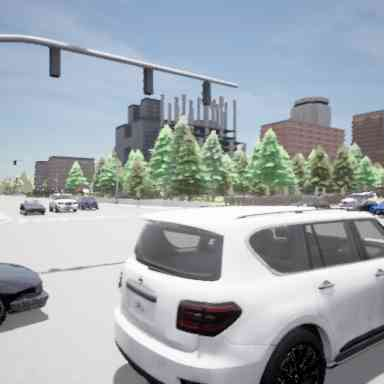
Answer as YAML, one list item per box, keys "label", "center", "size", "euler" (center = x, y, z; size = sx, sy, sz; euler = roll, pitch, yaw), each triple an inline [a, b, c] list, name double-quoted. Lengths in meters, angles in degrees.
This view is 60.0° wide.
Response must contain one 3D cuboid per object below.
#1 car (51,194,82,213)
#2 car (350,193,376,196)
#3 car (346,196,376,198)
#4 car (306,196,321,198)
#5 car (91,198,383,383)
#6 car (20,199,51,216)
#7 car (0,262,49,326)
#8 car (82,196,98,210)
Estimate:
- label: "car"
  center: [-14.522, 1.211, 37.439]
  size: [2.150, 2.045, 5.566]
  euler: [0, 0, -33]
- label: "car"
  center: [19.952, 1.136, 39.614]
  size: [5.566, 2.045, 2.150]
  euler: [-1, 1, -35]
- label: "car"
  center: [16.541, 1.451, 32.932]
  size: [4.902, 1.511, 2.128]
  euler: [0, 0, -35]
- label: "car"
  center: [12.099, 1.321, 34.153]
  size: [4.553, 1.767, 2.097]
  euler: [0, 0, -34]
- label: "car"
  center: [1.653, 1.219, 4.921]
  size: [5.566, 2.045, 2.150]
  euler: [0, 0, -36]
- label: "car"
  center: [-16.072, 1.540, 33.431]
  size: [2.033, 1.411, 5.357]
  euler: [0, 0, -33]
- label: "car"
  center: [-5.061, 1.549, 4.774]
  size: [5.357, 1.411, 2.033]
  euler: [0, 0, -41]
- label: "car"
  center: [-13.655, 1.337, 42.695]
  size: [2.097, 1.767, 4.553]
  euler: [0, 0, -33]
